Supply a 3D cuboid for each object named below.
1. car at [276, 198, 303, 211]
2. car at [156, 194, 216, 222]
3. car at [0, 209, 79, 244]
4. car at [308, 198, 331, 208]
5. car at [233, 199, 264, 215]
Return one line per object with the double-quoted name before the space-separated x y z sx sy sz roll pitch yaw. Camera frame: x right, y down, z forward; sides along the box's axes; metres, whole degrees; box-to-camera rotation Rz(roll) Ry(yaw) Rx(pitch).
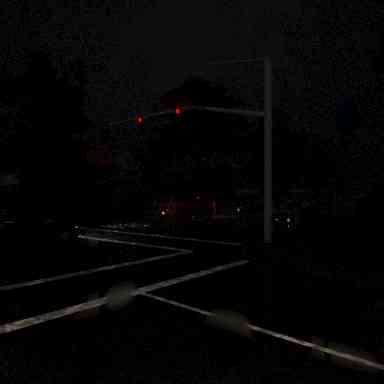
"car" 12.245 1.526 41.512 1.812 1.442 4.674 0 0 41
"car" -0.349 1.221 26.995 2.150 2.045 5.566 0 0 41
"car" -7.334 1.505 14.241 4.892 1.490 1.837 0 1 -42
"car" 18.870 1.601 49.126 1.895 1.301 4.718 0 0 41
"car" 6.154 1.492 34.487 2.128 1.511 4.902 0 0 41
